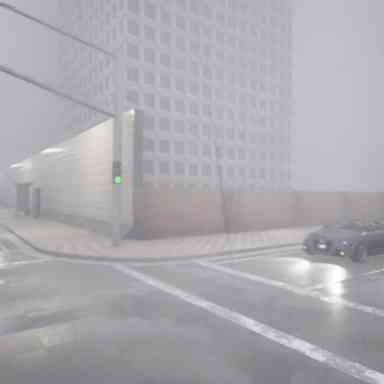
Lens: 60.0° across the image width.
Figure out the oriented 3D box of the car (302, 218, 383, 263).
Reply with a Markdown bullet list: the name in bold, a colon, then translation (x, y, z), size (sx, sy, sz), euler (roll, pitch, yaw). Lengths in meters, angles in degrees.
- **car**: translation (6.100, 1.711, 12.642), size (4.181, 1.385, 1.994), euler (1, 0, -36)
